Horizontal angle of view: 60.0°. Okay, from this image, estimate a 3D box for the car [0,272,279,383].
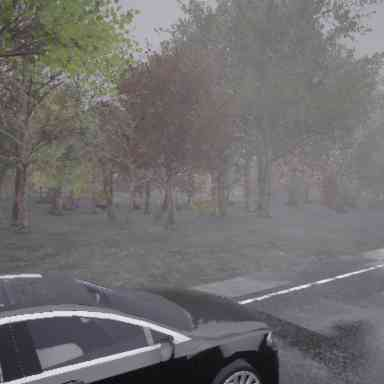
[{"bbox_3d":[-1.322,1.491,2.803,4.902,1.511,2.128,0,0,-35],"label":"car"}]
